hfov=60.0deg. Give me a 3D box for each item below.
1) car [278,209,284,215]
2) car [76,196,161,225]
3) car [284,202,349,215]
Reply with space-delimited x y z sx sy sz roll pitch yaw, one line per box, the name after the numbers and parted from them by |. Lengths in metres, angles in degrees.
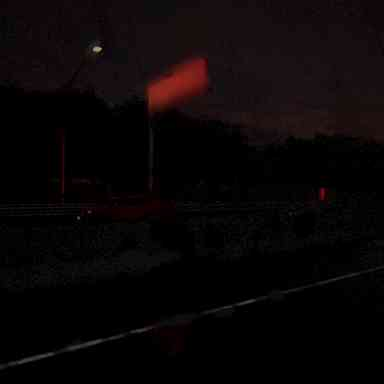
9.192 1.643 27.744 4.892 1.490 1.837 0 0 -35 | car
-4.728 1.261 22.118 5.566 2.045 2.150 0 0 -36 | car
9.030 1.598 23.332 5.008 1.535 1.882 0 0 -35 | car
